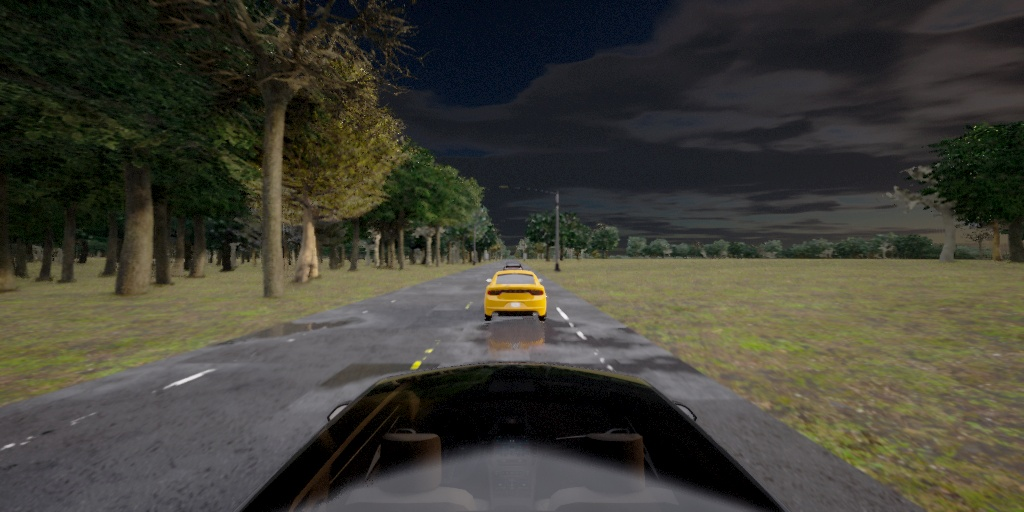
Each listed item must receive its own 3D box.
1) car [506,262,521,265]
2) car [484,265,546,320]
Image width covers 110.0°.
[{"bbox_3d":[0.103,1.273,33.131,2.128,1.511,4.902,0,0,0],"label":"car"},{"bbox_3d":[0.101,1.235,12.683,1.882,1.535,5.008,0,0,0],"label":"car"}]
